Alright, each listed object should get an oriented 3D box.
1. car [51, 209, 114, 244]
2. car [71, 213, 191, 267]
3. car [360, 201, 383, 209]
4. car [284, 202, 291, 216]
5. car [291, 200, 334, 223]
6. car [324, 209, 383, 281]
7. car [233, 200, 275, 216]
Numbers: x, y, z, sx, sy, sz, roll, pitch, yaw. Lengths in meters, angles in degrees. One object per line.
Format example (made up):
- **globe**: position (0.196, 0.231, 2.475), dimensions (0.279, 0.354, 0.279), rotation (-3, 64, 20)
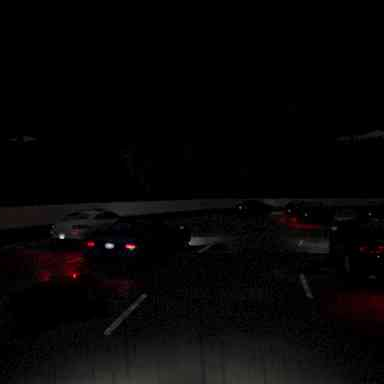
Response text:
- **car**: position (-4.256, 1.476, 14.923), dimensions (1.812, 1.442, 4.674), rotation (0, 0, 18)
- **car**: position (-1.561, 1.519, 11.483), dimensions (2.033, 1.411, 5.357), rotation (0, 0, 16)
- **car**: position (15.131, 1.525, 26.925), dimensions (1.882, 1.535, 5.008), rotation (0, 0, 43)
- **car**: position (10.541, 1.537, 32.148), dimensions (1.812, 1.442, 4.674), rotation (0, 0, 43)
- **car**: position (9.681, 1.494, 25.884), dimensions (1.882, 1.535, 5.008), rotation (0, 0, 37)
- **car**: position (5.281, 1.494, 9.719), dimensions (1.882, 1.535, 5.008), rotation (0, 0, 15)
- **car**: position (6.243, 1.532, 33.099), dimensions (2.033, 1.411, 5.357), rotation (0, 0, 42)
